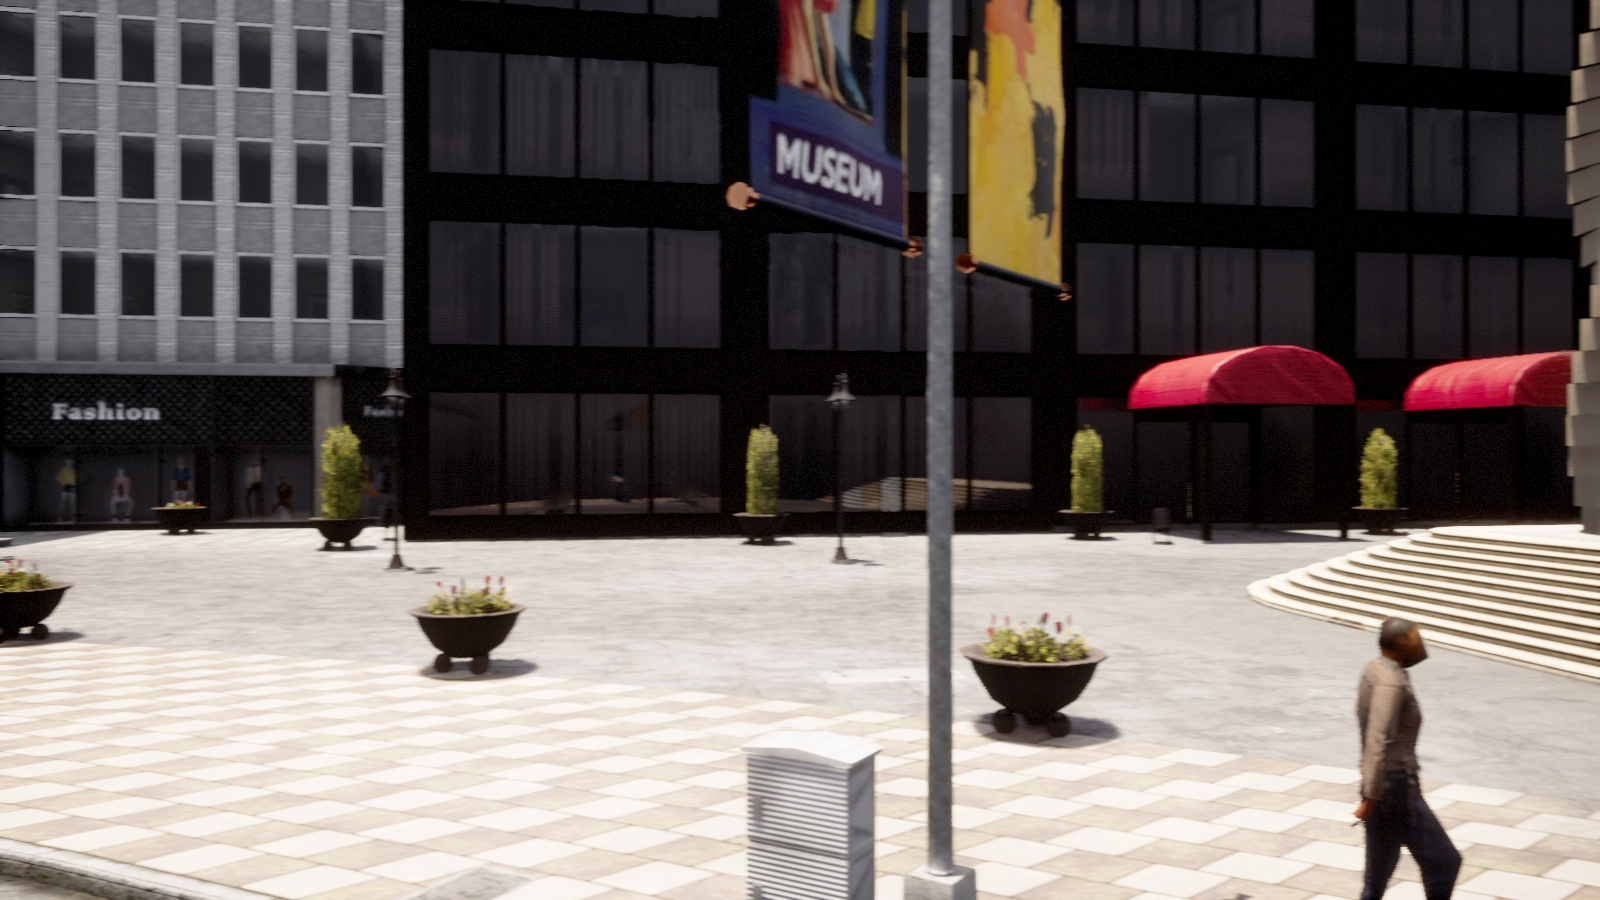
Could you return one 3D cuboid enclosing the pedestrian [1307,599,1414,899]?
[{"bbox_3d":[2.749,1.690,5.625,0.375,1.860,0.375,0,0,9],"label":"pedestrian"}]
